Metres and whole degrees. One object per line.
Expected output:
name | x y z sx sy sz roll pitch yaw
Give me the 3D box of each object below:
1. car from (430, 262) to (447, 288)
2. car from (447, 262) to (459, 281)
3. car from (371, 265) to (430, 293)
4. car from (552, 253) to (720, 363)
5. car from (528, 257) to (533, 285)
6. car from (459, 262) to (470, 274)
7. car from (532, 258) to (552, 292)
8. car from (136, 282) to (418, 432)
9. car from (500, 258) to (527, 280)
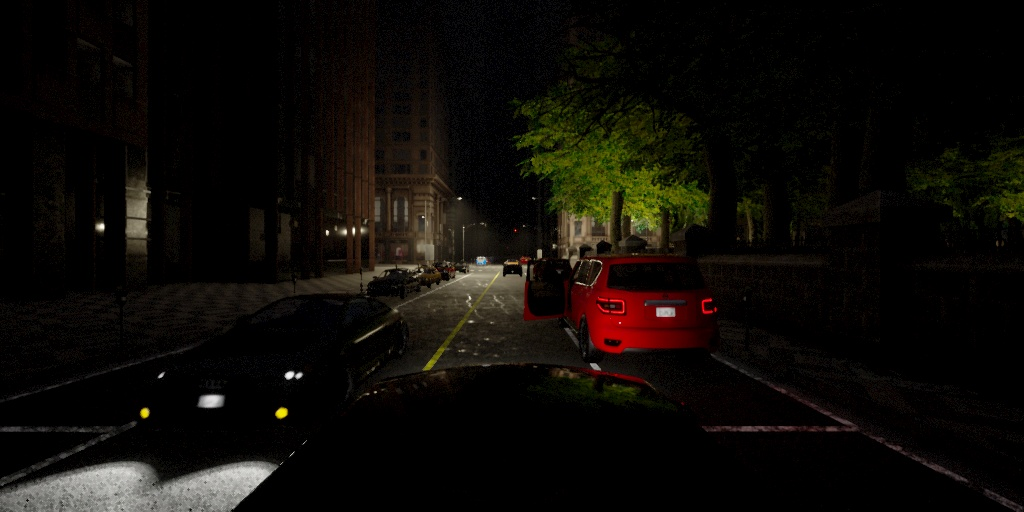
car | -5.764 1.268 23.356 1.751 1.417 4.829 0 0 0
car | -5.764 1.176 29.051 1.967 1.591 4.097 0 0 0
car | -5.764 1.297 18.001 2.007 1.370 4.403 0 0 0
car | 2.394 0.971 8.265 2.150 2.045 5.566 0 0 0
car | 2.761 1.051 29.062 2.192 1.841 5.009 0 0 0
car | -5.764 1.285 40.098 1.948 1.339 4.313 0 0 0
car | 2.762 1.057 23.537 2.192 1.841 5.009 0 0 0
car | -3.101 1.314 5.692 1.994 1.385 4.181 0 0 0
car | 0.067 1.219 34.945 2.128 1.511 4.902 0 0 0
